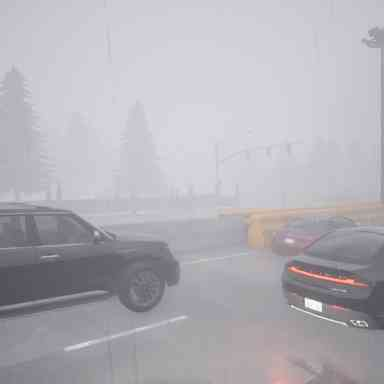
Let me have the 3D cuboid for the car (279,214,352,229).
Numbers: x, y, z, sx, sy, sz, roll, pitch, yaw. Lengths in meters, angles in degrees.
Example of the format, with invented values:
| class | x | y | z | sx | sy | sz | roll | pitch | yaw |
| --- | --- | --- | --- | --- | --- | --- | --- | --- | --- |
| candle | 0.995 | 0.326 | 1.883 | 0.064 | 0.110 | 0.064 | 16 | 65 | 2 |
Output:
| class | x | y | z | sx | sy | sz | roll | pitch | yaw |
| --- | --- | --- | --- | --- | --- | --- | --- | --- | --- |
| car | 4.627 | 1.440 | 11.339 | 4.181 | 1.385 | 1.994 | -1 | 1 | -35 |

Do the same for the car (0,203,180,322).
| class | x | y | z | sx | sy | sz | roll | pitch | yaw |
| --- | --- | --- | --- | --- | --- | --- | --- | --- | --- |
| car | -2.903 | 1.217 | 5.974 | 5.566 | 2.045 | 2.150 | 0 | 0 | -36 |

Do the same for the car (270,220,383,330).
| class | x | y | z | sx | sy | sz | roll | pitch | yaw |
| --- | --- | --- | --- | --- | --- | --- | --- | --- | --- |
| car | 3.817 | 1.434 | 6.471 | 4.892 | 1.490 | 1.837 | -1 | 1 | -35 |

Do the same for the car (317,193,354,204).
| class | x | y | z | sx | sy | sz | roll | pitch | yaw |
| --- | --- | --- | --- | --- | --- | --- | --- | --- | --- |
| car | 20.286 | 0.872 | 47.224 | 4.892 | 1.490 | 1.837 | 0 | 4 | 33 |

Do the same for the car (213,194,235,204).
| class | x | y | z | sx | sy | sz | roll | pitch | yaw |
| --- | --- | --- | --- | --- | --- | --- | --- | --- | --- |
| car | 4.738 | 1.024 | 50.124 | 2.128 | 1.511 | 4.902 | -1 | 1 | -35 |
